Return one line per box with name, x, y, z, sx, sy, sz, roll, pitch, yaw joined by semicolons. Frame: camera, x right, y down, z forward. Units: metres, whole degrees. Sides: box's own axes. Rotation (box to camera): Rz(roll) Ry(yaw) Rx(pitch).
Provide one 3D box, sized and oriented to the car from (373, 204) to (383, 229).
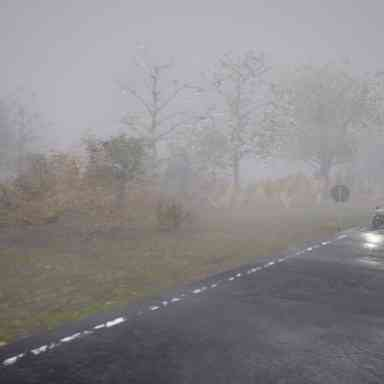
car;11.682;1.224;18.797;1.882;1.535;5.008;2;1;40
